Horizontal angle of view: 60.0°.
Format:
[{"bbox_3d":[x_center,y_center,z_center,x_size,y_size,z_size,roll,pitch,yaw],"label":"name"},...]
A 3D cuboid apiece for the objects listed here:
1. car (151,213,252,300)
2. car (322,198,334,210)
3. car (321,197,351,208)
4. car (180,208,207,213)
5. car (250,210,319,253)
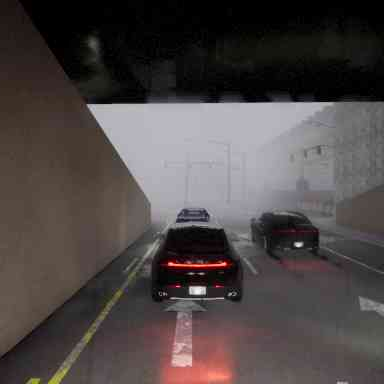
[{"bbox_3d":[0.105,1.505,8.339,1.837,1.490,4.892,0,0,0],"label":"car"},{"bbox_3d":[17.612,1.453,40.633,4.974,1.542,2.038,0,0,-45],"label":"car"},{"bbox_3d":[17.649,1.295,40.670,4.536,1.218,1.853,0,0,-45],"label":"car"},{"bbox_3d":[0.100,1.547,18.085,2.033,1.411,5.357,0,0,3],"label":"car"},{"bbox_3d":[3.617,1.506,13.659,1.837,1.490,4.892,0,0,0],"label":"car"}]
